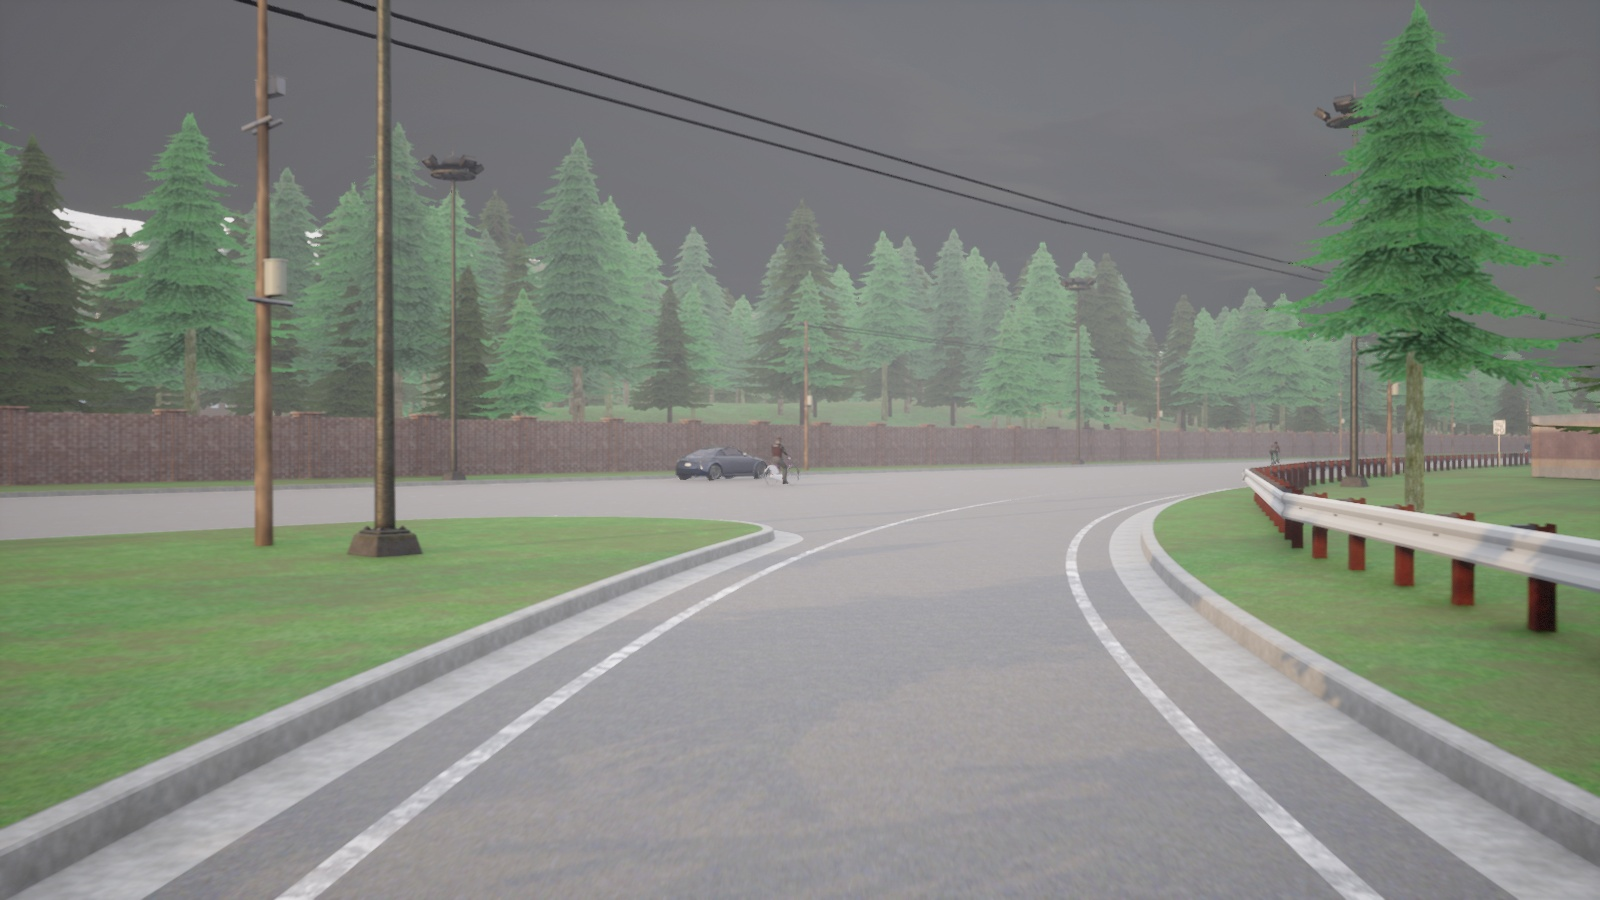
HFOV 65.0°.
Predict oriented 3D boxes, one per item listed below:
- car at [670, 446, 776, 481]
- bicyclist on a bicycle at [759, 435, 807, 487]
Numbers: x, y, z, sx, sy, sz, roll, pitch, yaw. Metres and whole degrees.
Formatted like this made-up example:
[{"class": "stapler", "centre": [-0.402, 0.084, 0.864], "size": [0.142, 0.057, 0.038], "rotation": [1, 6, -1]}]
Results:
[{"class": "car", "centre": [-3.119, 0.529, 51.641], "size": [1.994, 1.385, 4.181], "rotation": [0, 0, 41]}, {"class": "bicyclist on a bicycle", "centre": [-0.586, 0.380, 43.886], "size": [0.659, 1.776, 1.843], "rotation": [0, 0, 40]}]
